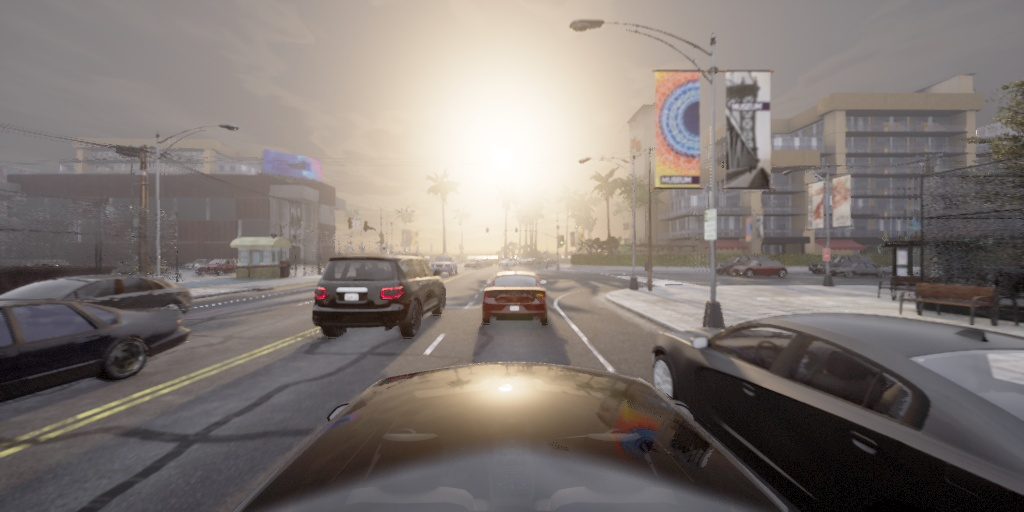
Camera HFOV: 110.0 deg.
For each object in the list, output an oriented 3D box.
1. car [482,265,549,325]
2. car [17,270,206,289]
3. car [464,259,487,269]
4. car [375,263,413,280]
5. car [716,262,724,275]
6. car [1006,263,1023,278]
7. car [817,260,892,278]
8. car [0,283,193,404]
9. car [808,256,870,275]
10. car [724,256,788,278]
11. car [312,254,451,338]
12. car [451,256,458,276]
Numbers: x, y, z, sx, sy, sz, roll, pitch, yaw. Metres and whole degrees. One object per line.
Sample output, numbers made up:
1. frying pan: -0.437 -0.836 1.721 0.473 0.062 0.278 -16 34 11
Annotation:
1. car: 0.153 1.229 11.935 1.882 1.535 5.008 0 0 2
2. car: -10.600 1.255 8.811 1.837 1.490 4.892 0 0 0
3. car: -6.018 1.260 56.183 1.837 1.490 4.892 0 0 13
4. car: -10.588 1.354 32.483 1.895 1.301 4.718 0 0 0
5. car: 23.916 0.975 37.338 5.566 2.045 2.150 0 0 0
6. car: 45.176 1.257 30.424 4.892 1.490 1.837 0 0 -1
7. car: 32.636 1.300 33.898 5.357 1.411 2.033 0 0 0
8. car: -7.100 1.298 4.460 2.033 1.411 5.357 0 0 0
9. car: 34.266 0.974 37.408 5.566 2.045 2.150 0 0 0
10. car: 23.168 1.105 33.824 4.553 1.767 2.097 0 0 0
11. car: -3.417 0.972 10.340 2.150 2.045 5.566 0 0 0
12. car: -7.075 0.978 37.661 2.150 2.045 5.566 0 0 0
